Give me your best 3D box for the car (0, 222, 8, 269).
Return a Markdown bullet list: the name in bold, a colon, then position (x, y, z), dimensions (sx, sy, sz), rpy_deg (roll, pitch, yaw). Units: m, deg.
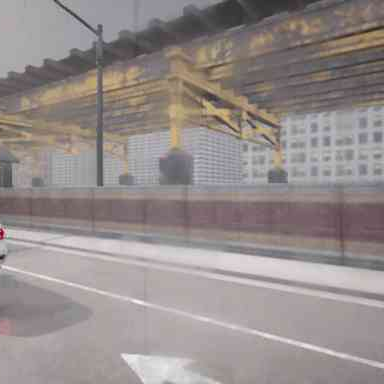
- **car**: position (-7.205, 1.223, 9.027), dimensions (5.566, 2.045, 2.150), rpy_deg (-1, 0, 36)
